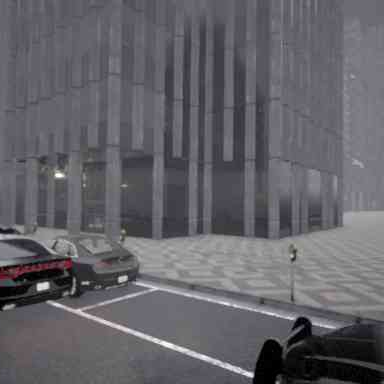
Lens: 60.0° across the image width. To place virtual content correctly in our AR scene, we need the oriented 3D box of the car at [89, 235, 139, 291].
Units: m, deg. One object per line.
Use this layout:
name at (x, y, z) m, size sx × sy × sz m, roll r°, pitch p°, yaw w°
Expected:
car at (-3.378, 1.872, 9.294) m, size 4.403 × 1.369 × 2.008 m, roll -1°, pitch -3°, yaw 38°

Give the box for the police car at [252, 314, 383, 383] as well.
police car at (2.919, 1.549, 2.028) m, size 5.238 × 1.638 × 1.930 m, roll -1°, pitch -3°, yaw 38°

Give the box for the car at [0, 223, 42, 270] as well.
car at (-7.829, 1.965, 12.758) m, size 4.313 × 1.339 × 1.947 m, roll -1°, pitch -3°, yaw 38°

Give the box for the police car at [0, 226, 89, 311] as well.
police car at (-5.021, 1.681, 8.061) m, size 5.238 × 1.638 × 1.930 m, roll -1°, pitch -3°, yaw 36°
